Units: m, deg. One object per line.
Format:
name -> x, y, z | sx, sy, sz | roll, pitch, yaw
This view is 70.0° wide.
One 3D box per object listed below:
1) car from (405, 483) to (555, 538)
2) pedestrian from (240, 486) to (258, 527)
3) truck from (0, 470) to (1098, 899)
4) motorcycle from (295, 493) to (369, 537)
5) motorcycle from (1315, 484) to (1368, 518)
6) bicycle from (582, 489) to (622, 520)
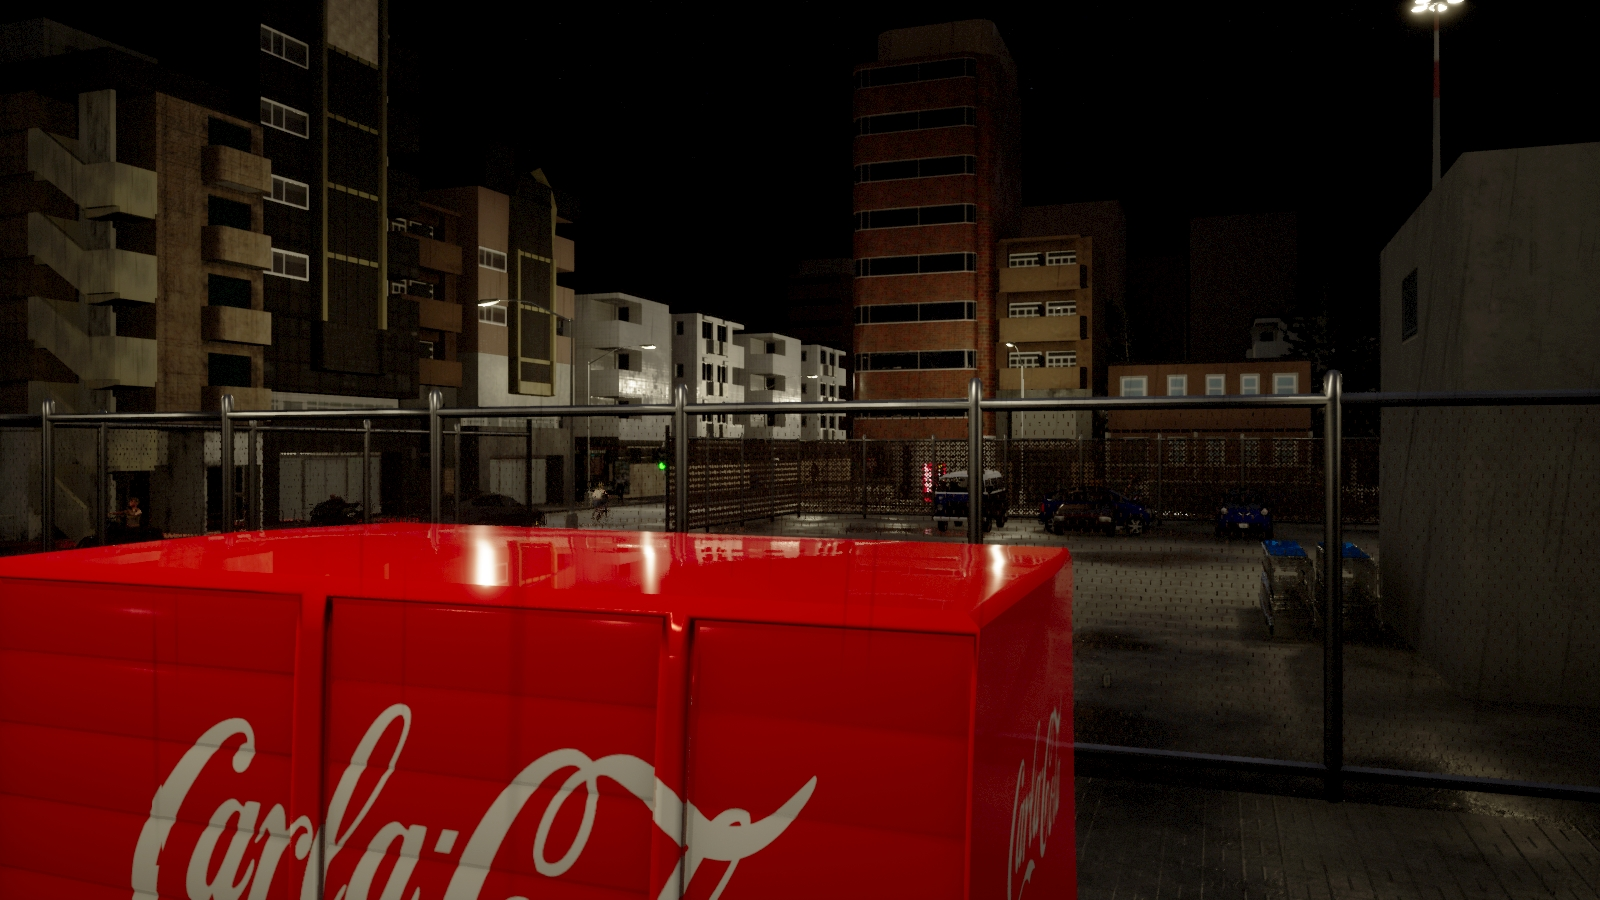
car -> -10.015, 1.851, 36.191 | 2.163, 1.488, 4.792 | 0, 0, 20
pedestrian -> -17.705, 1.815, 36.705 | 0.375, 1.300, 0.375 | 0, 0, 10
truck -> -1.648, 1.349, 4.450 | 5.204, 2.467, 2.627 | 0, 0, 20
motorcycle -> -14.488, 1.995, 35.463 | 0.867, 1.251, 2.209 | 0, 0, 20
motorcycle -> 21.041, 1.961, 44.425 | 1.805, 1.236, 0.856 | 0, 0, 20
bicycle -> -7.444, 2.045, 43.054 | 0.859, 1.080, 1.487 | 0, 0, 20
